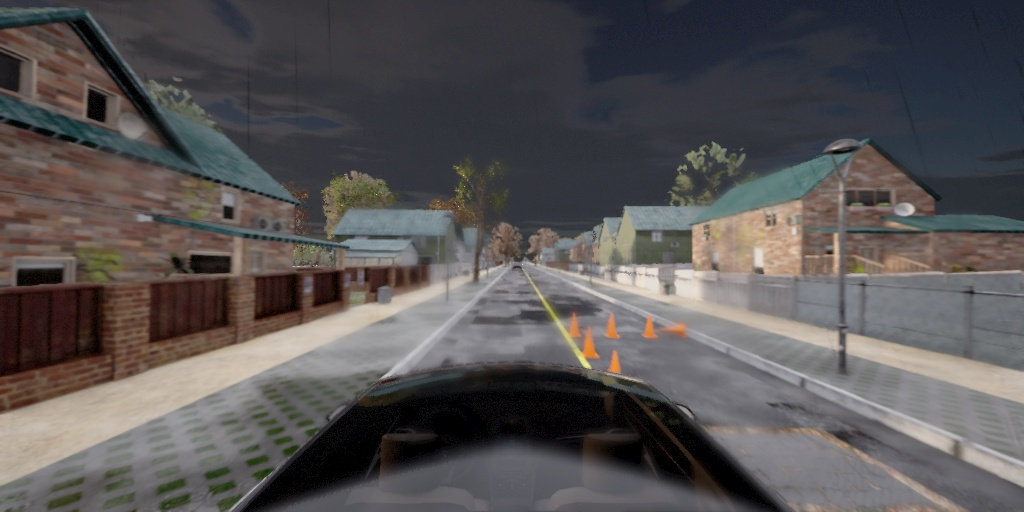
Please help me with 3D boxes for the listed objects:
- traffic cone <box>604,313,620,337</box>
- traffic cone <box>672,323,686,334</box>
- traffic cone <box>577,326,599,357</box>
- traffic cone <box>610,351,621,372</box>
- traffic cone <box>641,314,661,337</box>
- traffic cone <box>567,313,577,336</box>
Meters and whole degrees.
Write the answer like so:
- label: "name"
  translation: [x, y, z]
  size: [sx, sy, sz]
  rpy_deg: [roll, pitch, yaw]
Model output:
- label: "traffic cone"
  translation: [2.654, 1.825, 9.538]
  size: [0.340, 0.580, 0.340]
  rpy_deg: [0, 0, 1]
- label: "traffic cone"
  translation: [4.532, 1.671, 9.516]
  size: [0.340, 0.580, 0.340]
  rpy_deg: [0, 0, 8]
- label: "traffic cone"
  translation: [1.625, 1.791, 7.553]
  size: [0.340, 0.580, 0.340]
  rpy_deg: [0, 0, 1]
- label: "traffic cone"
  translation: [1.595, 1.768, 5.553]
  size: [0.340, 0.580, 0.340]
  rpy_deg: [0, 0, 1]
- label: "traffic cone"
  translation: [3.654, 1.836, 9.523]
  size: [0.340, 0.580, 0.340]
  rpy_deg: [0, 0, 1]
- label: "traffic cone"
  translation: [1.655, 1.815, 9.553]
  size: [0.340, 0.580, 0.340]
  rpy_deg: [0, 0, 1]
